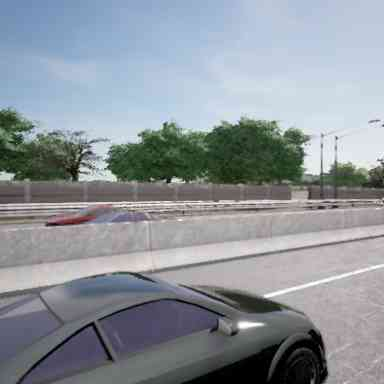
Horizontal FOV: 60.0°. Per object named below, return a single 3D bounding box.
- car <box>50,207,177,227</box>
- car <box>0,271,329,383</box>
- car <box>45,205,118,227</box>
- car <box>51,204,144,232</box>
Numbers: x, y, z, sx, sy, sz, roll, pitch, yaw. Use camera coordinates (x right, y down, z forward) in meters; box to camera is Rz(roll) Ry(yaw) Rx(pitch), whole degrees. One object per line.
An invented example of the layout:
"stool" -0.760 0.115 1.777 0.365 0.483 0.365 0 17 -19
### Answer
"car" -3.084 1.544 14.683 5.357 1.411 2.033 0 0 -36
"car" -0.512 1.561 3.382 4.181 1.385 1.994 0 0 -35
"car" -5.045 1.474 17.591 5.008 1.535 1.882 0 0 -36
"car" -5.928 1.543 21.260 5.357 1.411 2.033 0 0 -35
